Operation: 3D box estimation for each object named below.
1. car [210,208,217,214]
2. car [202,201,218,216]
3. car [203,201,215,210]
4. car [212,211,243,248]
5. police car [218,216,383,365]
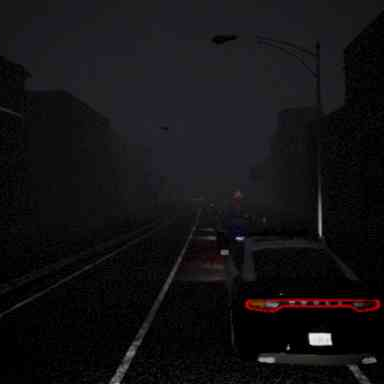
[{"bbox_3d":[2.340,2.061,22.273,1.812,1.442,4.674,-1,-2,2],"label":"car"},{"bbox_3d":[2.338,2.300,43.488,2.128,1.511,4.902,-1,-1,3],"label":"car"},{"bbox_3d":[2.872,2.259,56.793,1.895,1.301,4.718,-1,1,2],"label":"car"},{"bbox_3d":[2.086,1.859,16.270,1.812,1.442,4.674,-1,-2,2],"label":"car"},{"bbox_3d":[1.598,1.496,6.319,1.930,1.638,5.238,-1,-1,4],"label":"police car"}]
